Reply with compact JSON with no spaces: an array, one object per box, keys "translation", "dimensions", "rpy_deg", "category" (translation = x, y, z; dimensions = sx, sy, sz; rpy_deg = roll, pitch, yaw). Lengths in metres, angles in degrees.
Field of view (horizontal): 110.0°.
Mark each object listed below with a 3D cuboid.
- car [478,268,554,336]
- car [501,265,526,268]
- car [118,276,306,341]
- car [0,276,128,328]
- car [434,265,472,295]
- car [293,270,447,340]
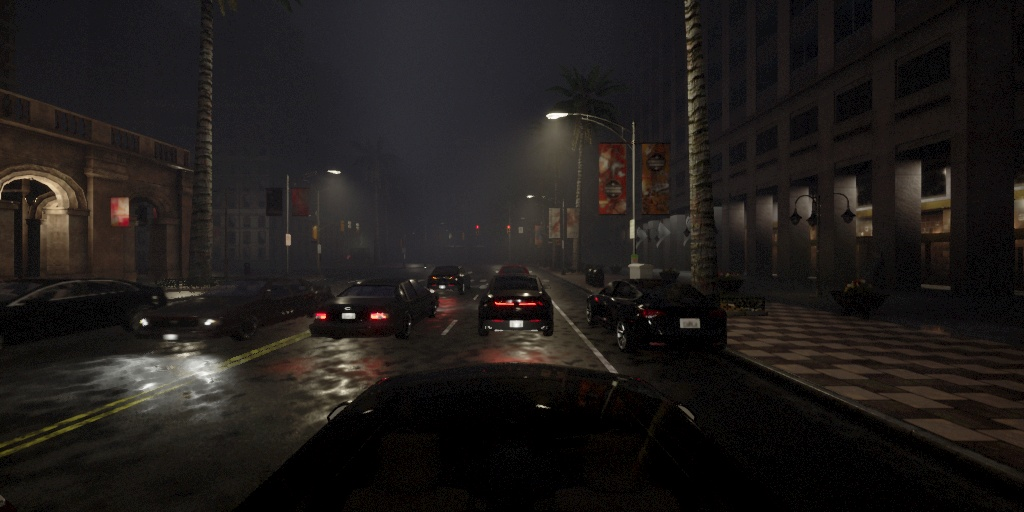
[{"translation":[0.091,1.254,10.369],"dimensions":[1.837,1.490,4.892],"rpy_deg":[0,0,0],"category":"car"},{"translation":[0.100,1.228,19.819],"dimensions":[1.882,1.535,5.008],"rpy_deg":[0,0,0],"category":"car"},{"translation":[-7.088,1.297,10.109],"dimensions":[2.033,1.411,5.357],"rpy_deg":[0,0,0],"category":"car"},{"translation":[-10.589,1.241,8.016],"dimensions":[2.128,1.511,4.902],"rpy_deg":[0,0,0],"category":"car"},{"translation":[-3.395,1.255,19.876],"dimensions":[1.837,1.490,4.892],"rpy_deg":[0,0,0],"category":"car"},{"translation":[-3.399,1.297,9.987],"dimensions":[2.033,1.411,5.357],"rpy_deg":[0,0,0],"category":"car"}]
